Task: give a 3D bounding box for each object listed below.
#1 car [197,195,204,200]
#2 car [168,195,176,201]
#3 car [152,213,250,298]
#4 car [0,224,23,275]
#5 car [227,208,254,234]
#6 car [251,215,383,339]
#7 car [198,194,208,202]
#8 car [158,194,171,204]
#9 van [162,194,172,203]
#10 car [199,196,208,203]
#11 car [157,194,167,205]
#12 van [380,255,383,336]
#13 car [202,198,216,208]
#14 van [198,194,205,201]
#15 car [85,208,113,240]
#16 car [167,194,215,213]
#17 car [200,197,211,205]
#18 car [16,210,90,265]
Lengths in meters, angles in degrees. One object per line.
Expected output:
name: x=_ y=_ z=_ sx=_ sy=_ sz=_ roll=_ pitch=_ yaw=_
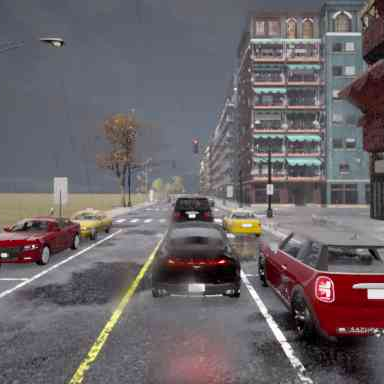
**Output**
car: x=2.468 y=1.555 z=95.617 sx=1.752 sy=1.417 sz=4.829 roll=1 pitch=0 yaw=0
car: x=-5.406 y=1.609 z=89.266 sx=1.802 sy=1.307 sz=4.206 roll=1 pitch=0 yaw=0
car: x=0.090 y=1.507 z=8.513 sx=1.837 sy=1.490 sz=4.892 roll=0 pitch=0 yaw=0
car: x=-5.313 y=1.552 z=6.136 sx=2.008 sy=1.369 sz=4.403 roll=1 pitch=0 yaw=0
car: x=2.554 y=1.530 z=17.815 sx=1.752 sy=1.417 sz=4.829 roll=1 pitch=0 yaw=0
car: x=2.568 y=1.442 z=6.555 sx=1.967 sy=1.590 sz=4.097 roll=1 pitch=0 yaw=0
car: x=2.489 y=1.338 z=78.464 sx=2.192 sy=1.841 sz=5.009 roll=1 pitch=0 yaw=0
car: x=-5.378 y=1.334 z=66.650 sx=2.192 sy=1.841 sz=5.009 roll=1 pitch=0 yaw=0
van: x=-5.384 y=1.362 z=72.304 sx=1.690 sy=1.788 sz=3.998 roll=1 pitch=0 yaw=0
car: x=2.493 y=1.587 z=72.803 sx=1.947 sy=1.339 sz=4.313 roll=1 pitch=0 yaw=0
car: x=-5.373 y=1.457 z=60.995 sx=1.967 sy=1.590 sz=4.097 roll=1 pitch=0 yaw=0
van: x=2.575 y=1.341 z=1.010 sx=1.690 sy=1.788 sz=3.998 roll=1 pitch=0 yaw=0
car: x=2.518 y=1.565 z=50.159 sx=2.008 sy=1.369 sz=4.403 roll=1 pitch=0 yaw=0
van: x=2.476 y=1.368 z=89.786 sx=1.690 sy=1.788 sz=3.998 roll=1 pitch=0 yaw=0
car: x=-5.325 y=1.530 z=17.039 sx=1.752 sy=1.417 sz=4.829 roll=1 pitch=0 yaw=0
car: x=0.060 y=1.226 z=18.367 sx=2.150 sy=2.045 sz=5.566 roll=0 pitch=0 yaw=1
car: x=2.505 y=1.599 z=61.481 sx=1.802 sy=1.307 sz=4.206 roll=1 pitch=0 yaw=0
car: x=-5.319 y=1.548 z=11.673 sx=1.887 sy=1.381 sz=4.507 roll=1 pitch=0 yaw=0
